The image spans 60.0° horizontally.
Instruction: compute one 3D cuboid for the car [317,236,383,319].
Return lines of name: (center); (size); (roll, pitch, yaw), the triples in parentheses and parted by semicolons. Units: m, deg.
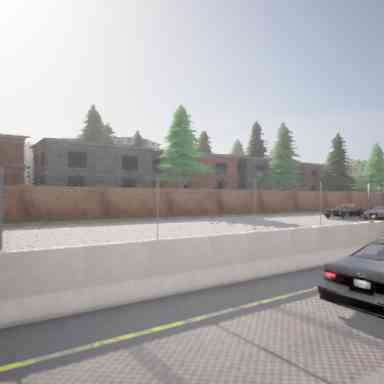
car: (4.895, 1.606, 6.984); (5.357, 1.411, 2.033); (1, 0, -35)
